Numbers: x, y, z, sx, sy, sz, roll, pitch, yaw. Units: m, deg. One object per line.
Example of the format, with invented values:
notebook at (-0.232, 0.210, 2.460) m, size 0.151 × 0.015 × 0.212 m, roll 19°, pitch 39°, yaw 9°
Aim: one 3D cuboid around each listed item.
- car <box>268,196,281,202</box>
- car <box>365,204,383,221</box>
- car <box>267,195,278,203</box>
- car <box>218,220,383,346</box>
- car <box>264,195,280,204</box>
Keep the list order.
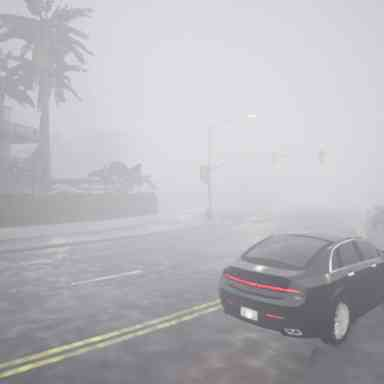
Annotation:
car at (21.708, 1.703, 87.358) m, size 2.231 × 1.521 × 4.892 m, roll 0°, pitch 0°, yaw 26°
car at (12.539, 1.527, 21.592) m, size 1.837 × 1.490 × 4.892 m, roll 0°, pitch 0°, yaw 22°
car at (18.653, 1.552, 77.025) m, size 2.185 × 1.767 × 4.553 m, roll 0°, pitch 0°, yaw 16°
car at (2.585, 1.519, 6.501) m, size 4.892 × 1.490 × 1.837 m, roll 0°, pitch 0°, yaw -43°
car at (16.986, 1.663, 70.818) m, size 2.097 × 1.535 × 5.008 m, roll 0°, pitch 0°, yaw 16°
